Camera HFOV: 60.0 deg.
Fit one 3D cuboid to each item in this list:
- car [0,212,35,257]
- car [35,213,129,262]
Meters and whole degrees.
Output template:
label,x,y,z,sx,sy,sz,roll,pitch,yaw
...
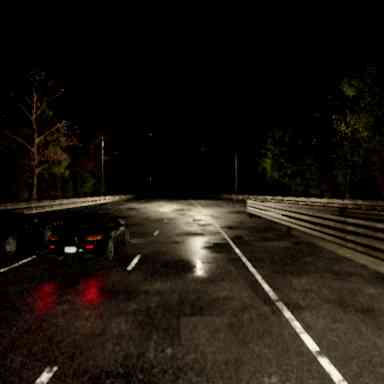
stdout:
label,x,y,z,sx,sy,sz,roll,pitch,yaw
car,-6.974,1.455,12.456,1.812,1.442,4.674,0,0,0
car,-3.468,1.458,11.749,1.812,1.442,4.674,0,0,0
